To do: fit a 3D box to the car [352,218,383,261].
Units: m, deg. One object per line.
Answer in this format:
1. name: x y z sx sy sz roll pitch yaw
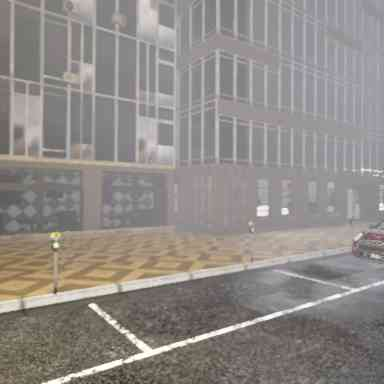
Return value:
1. car: 7.549 1.574 11.938 4.097 1.590 1.967 1 -1 -35
